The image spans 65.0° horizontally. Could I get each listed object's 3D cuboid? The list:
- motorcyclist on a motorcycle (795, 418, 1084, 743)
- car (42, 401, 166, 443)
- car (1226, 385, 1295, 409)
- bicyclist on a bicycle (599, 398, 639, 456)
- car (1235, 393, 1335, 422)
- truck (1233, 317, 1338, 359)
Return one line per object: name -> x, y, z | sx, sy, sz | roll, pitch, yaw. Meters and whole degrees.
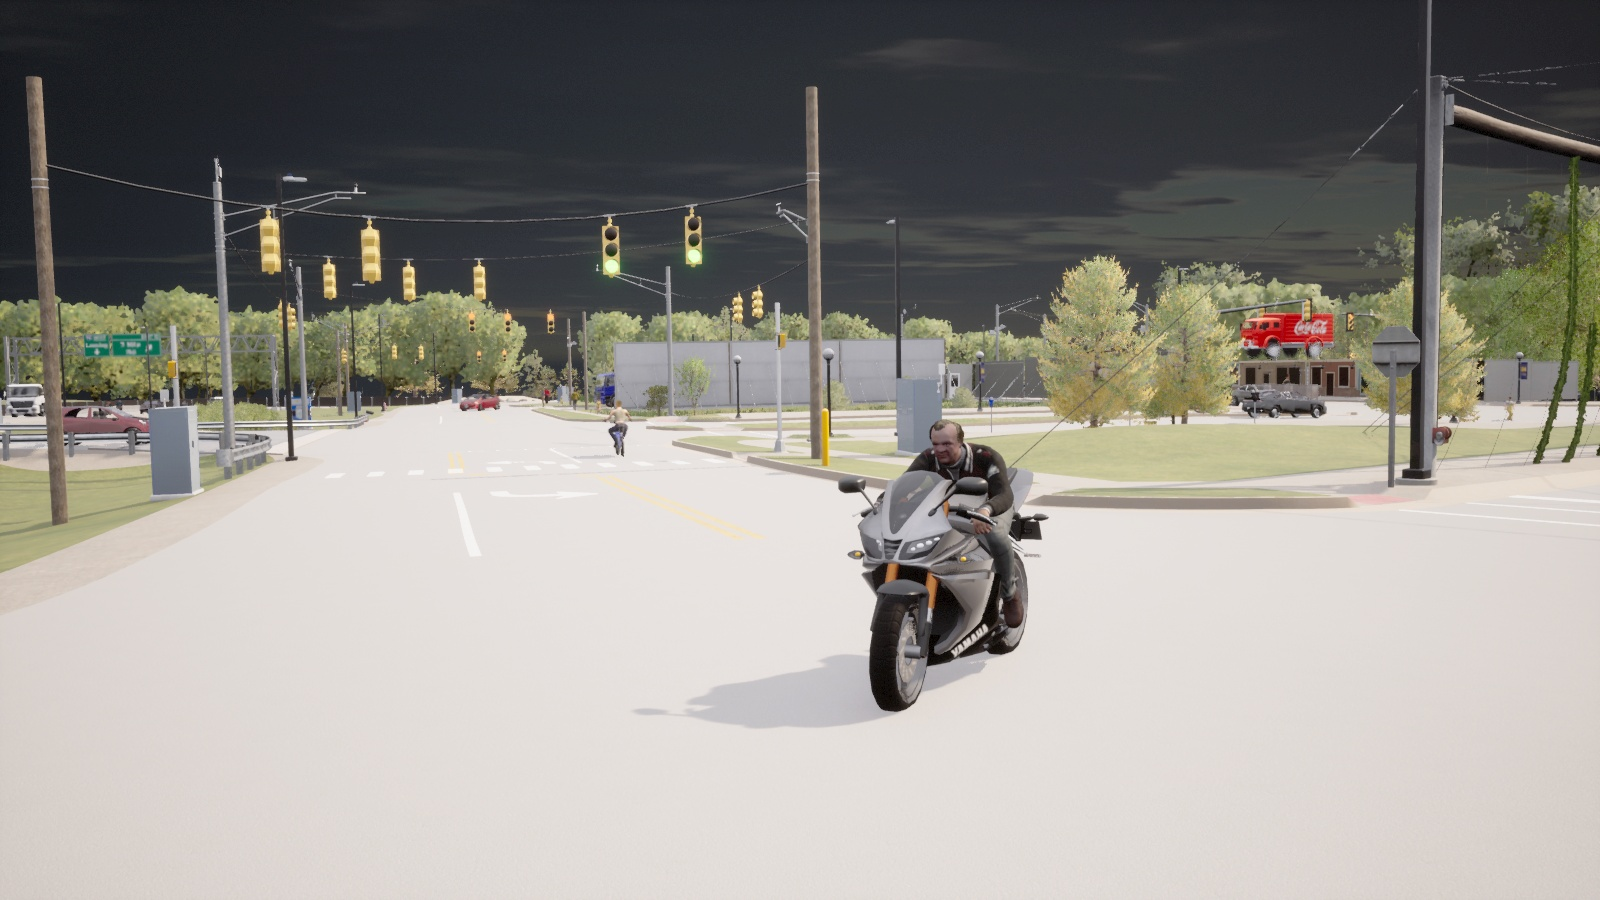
motorcyclist on a motorcycle -> 0.893, 0.607, 7.232 | 0.866, 1.530, 2.191 | 0, 3, 29
car -> -26.089, -1.086, 47.178 | 3.633, 1.501, 1.845 | -1, 3, -11
car -> 33.304, -3.852, 91.038 | 2.152, 1.651, 5.027 | -2, 4, -15
bicyclist on a bicycle -> -5.218, -0.672, 36.144 | 0.866, 1.612, 1.509 | -2, 3, -17
car -> 26.527, -2.331, 68.687 | 4.902, 1.511, 2.128 | -1, 3, -20
truck -> 28.991, -6.727, 75.116 | 5.204, 2.467, 2.627 | -1, 6, -15
